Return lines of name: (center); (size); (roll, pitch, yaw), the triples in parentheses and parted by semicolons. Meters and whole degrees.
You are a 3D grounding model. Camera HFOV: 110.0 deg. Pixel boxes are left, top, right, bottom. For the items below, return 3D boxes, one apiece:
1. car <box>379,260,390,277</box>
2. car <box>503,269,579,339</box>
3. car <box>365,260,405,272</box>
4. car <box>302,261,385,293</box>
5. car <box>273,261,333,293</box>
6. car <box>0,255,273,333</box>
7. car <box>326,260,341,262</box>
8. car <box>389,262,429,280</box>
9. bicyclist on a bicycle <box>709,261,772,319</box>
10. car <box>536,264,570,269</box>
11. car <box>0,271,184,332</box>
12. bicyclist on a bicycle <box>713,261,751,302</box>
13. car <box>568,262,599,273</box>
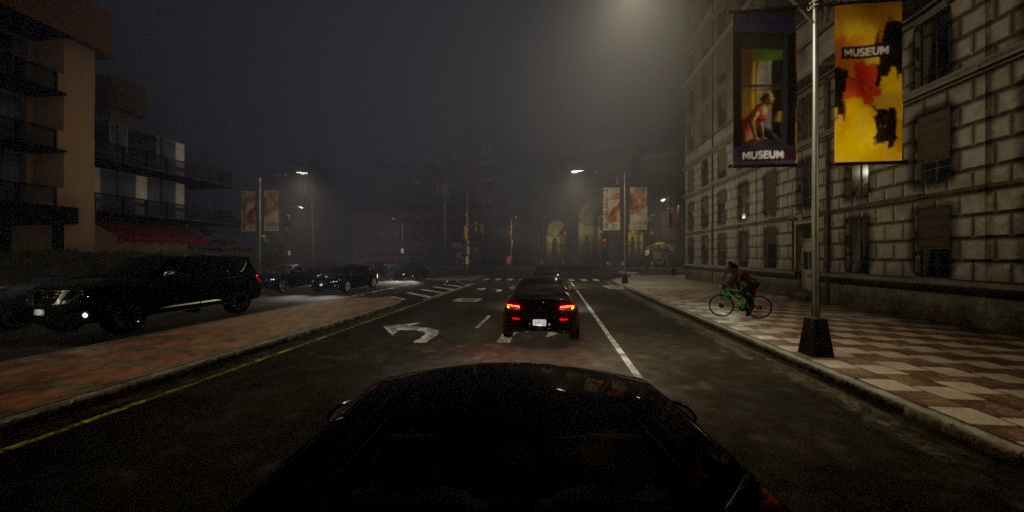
car: (-12.405, 1.297, 31.491); (2.033, 1.411, 5.357); (0, 0, -4)
car: (0.859, 1.276, 10.039); (1.812, 1.442, 4.674); (0, 0, 7)
car: (-16.399, 1.275, 46.400); (4.674, 1.442, 1.812); (0, 0, 7)
car: (-9.632, 1.255, 21.012); (1.837, 1.490, 4.892); (0, 0, 7)
car: (-13.159, 1.241, 21.095); (2.128, 1.511, 4.902); (0, 0, 6)
car: (-10.733, 0.971, 11.157); (2.150, 2.045, 5.566); (0, 0, 8)
car: (-21.203, 1.228, 42.794); (5.008, 1.535, 1.882); (0, 0, 17)
car: (-8.656, 1.314, 31.025); (1.994, 1.385, 4.181); (0, 0, 3)
bicyclist on a bicycle: (6.835, 1.051, 10.769); (1.656, 1.620, 0.582); (0, 0, 22)
car: (1.888, 1.276, 18.884); (1.812, 1.442, 4.674); (0, 0, 6)
car: (-14.225, 1.297, 11.573); (2.033, 1.411, 5.357); (0, 0, 7)
bicyclist on a bicycle: (9.246, 1.050, 15.035); (1.656, 1.620, 0.582); (0, 0, -28)
car: (8.151, 1.350, 43.421); (4.718, 1.301, 1.895); (0, 0, 7)
